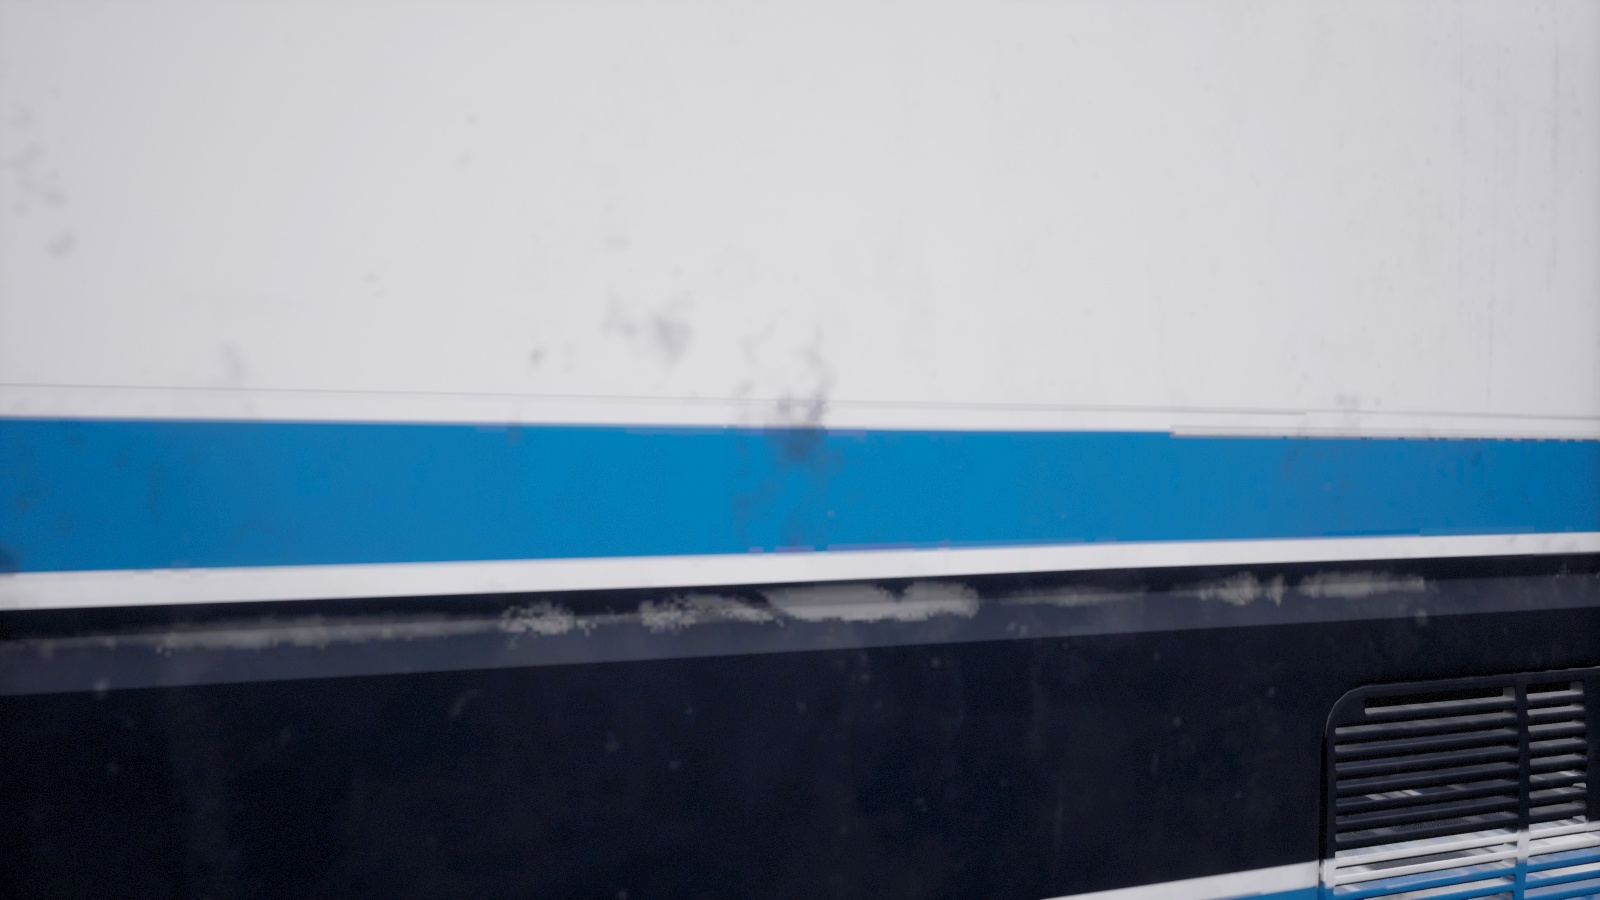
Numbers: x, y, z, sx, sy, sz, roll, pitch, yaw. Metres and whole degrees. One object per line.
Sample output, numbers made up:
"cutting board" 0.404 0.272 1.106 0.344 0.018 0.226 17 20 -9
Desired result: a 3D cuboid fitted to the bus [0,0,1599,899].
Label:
"bus" 0.063 -0.632 3.246 10.273 4.253 3.944 -1 1 -21
